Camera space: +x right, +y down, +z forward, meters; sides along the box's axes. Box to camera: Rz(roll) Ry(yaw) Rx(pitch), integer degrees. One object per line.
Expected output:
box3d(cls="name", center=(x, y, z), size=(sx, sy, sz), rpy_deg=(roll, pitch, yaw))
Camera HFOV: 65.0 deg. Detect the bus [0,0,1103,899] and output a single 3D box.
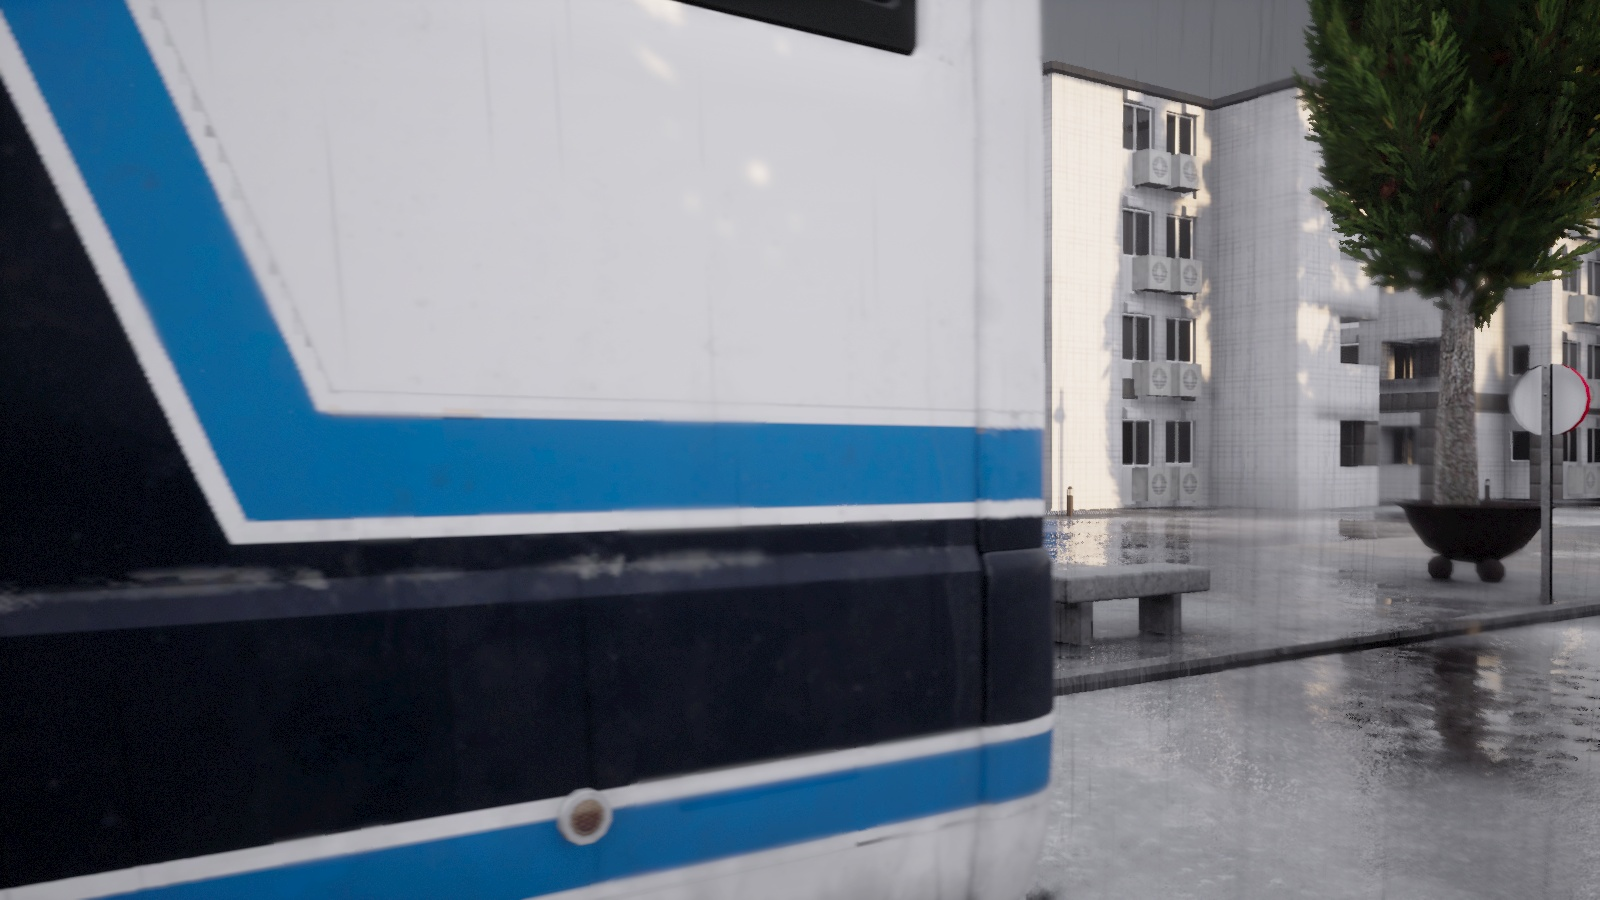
box3d(cls="bus", center=(-4.824, -0.621, 0.956), size=(10.273, 4.253, 3.944), rpy_deg=(0, 0, -34))
